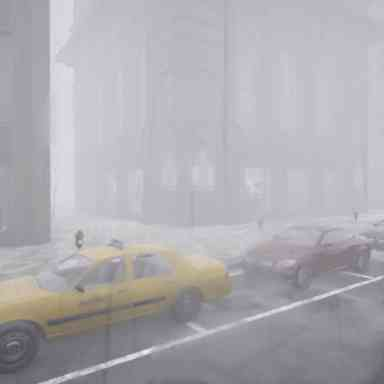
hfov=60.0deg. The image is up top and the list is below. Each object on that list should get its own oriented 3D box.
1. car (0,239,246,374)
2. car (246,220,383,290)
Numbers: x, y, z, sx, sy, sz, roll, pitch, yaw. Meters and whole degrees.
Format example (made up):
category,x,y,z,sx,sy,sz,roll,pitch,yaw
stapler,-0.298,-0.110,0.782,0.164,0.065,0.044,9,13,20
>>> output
category,x,y,z,sx,sy,sz,roll,pitch,yaw
car,-1.500,1.516,5.579,4.829,1.417,1.752,0,0,-36
car,3.213,1.546,8.941,4.206,1.307,1.802,0,0,-36
